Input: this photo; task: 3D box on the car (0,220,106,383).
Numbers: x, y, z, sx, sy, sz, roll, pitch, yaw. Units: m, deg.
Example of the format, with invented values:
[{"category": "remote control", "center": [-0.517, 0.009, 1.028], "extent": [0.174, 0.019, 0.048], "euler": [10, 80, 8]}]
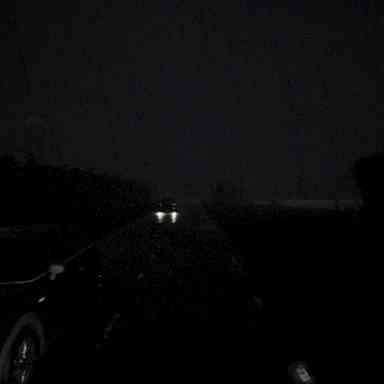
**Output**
[{"category": "car", "center": [-2.854, 1.355, 5.063], "extent": [2.097, 1.767, 4.553], "euler": [0, 0, 0]}]

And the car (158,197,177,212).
[{"category": "car", "center": [-2.848, 1.406, 39.324], "extent": [2.097, 1.767, 4.553], "euler": [0, 0, 0]}]

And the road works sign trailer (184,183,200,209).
[{"category": "road works sign trailer", "center": [-0.010, 0.541, 47.861], "extent": [2.380, 3.560, 2.880], "euler": [0, 0, 0]}]
